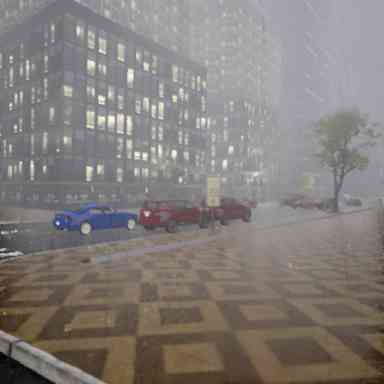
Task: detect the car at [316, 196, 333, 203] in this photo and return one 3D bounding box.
[{"bbox_3d":[27.348,1.565,68.380,2.008,1.369,4.403,1,1,38],"label":"car"}]

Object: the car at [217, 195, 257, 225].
[{"bbox_3d":[2.413,1.347,24.300,2.192,1.841,5.009,1,1,38],"label":"car"}]

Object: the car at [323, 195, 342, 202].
[{"bbox_3d":[21.542,1.548,52.497,1.882,1.535,5.008,1,1,39],"label":"car"}]

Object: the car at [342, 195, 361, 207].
[{"bbox_3d":[26.602,1.675,54.775,1.887,1.381,4.507,1,1,38],"label":"car"}]

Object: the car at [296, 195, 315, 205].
[{"bbox_3d":[20.434,1.424,59.675,1.967,1.590,4.097,1,1,38],"label":"car"}]

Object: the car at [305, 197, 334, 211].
[{"bbox_3d":[16.228,1.637,41.718,2.008,1.369,4.403,1,1,38],"label":"car"}]

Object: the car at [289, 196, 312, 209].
[{"bbox_3d":[15.051,1.644,44.257,1.895,1.301,4.718,1,1,39],"label":"car"}]

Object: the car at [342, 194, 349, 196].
[{"bbox_3d":[34.266,1.486,77.084,1.967,1.590,4.097,1,1,38],"label":"car"}]

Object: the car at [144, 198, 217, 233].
[{"bbox_3d":[-0.969,1.336,19.889,2.192,1.841,5.009,1,1,38],"label":"car"}]

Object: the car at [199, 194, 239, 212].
[{"bbox_3d":[3.147,1.226,37.913,2.192,1.841,5.009,1,1,38],"label":"car"}]

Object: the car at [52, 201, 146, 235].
[{"bbox_3d":[-5.272,1.440,18.777,1.882,1.535,5.008,1,1,38],"label":"car"}]

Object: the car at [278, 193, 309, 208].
[{"bbox_3d":[14.457,1.219,48.021,2.150,2.045,5.566,1,1,38],"label":"car"}]

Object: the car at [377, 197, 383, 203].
[{"bbox_3d":[43.891,1.759,76.536,2.008,1.369,4.403,1,1,38],"label":"car"}]

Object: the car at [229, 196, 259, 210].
[{"bbox_3d":[6.602,1.365,42.266,1.967,1.590,4.097,1,1,38],"label":"car"}]
